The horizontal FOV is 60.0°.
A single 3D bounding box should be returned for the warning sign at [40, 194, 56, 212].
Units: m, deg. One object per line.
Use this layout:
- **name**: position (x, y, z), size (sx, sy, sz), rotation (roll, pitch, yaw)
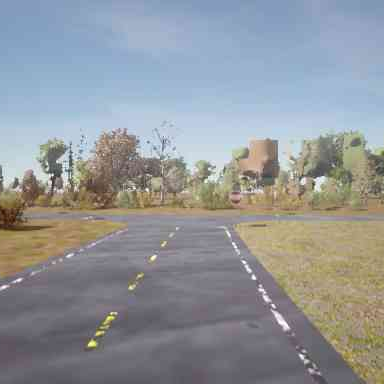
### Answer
- **warning sign**: position (-15.026, 1.142, 34.754), size (1.060, 1.860, 1.300), rotation (0, 0, 2)
